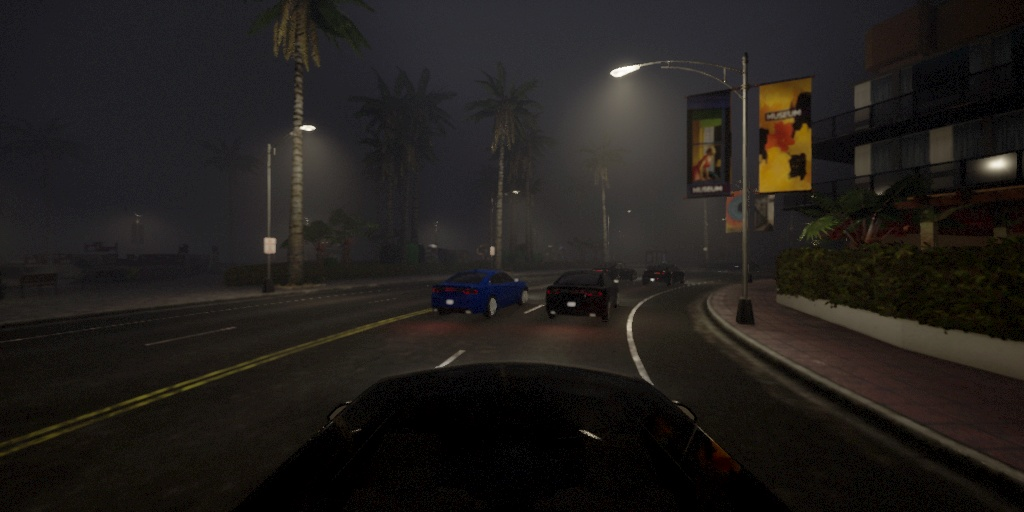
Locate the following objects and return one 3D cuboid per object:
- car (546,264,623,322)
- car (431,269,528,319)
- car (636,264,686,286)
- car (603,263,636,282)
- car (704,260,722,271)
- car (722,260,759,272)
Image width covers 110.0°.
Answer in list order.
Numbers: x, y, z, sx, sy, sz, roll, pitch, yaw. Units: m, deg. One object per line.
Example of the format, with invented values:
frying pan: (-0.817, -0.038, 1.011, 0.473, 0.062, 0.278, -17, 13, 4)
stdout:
car: (2.633, 1.236, 12.652, 1.882, 1.535, 5.008, 0, 0, 22)
car: (-0.951, 1.226, 13.098, 1.882, 1.535, 5.008, 0, 0, 22)
car: (10.862, 1.291, 25.479, 1.837, 1.490, 4.892, 0, 0, 41)
car: (7.843, 1.268, 27.314, 2.128, 1.511, 4.902, 0, 0, 41)
car: (30.425, 1.335, 52.585, 4.902, 1.511, 2.128, 0, 0, -23)
car: (31.818, 1.354, 49.377, 4.892, 1.490, 1.837, 1, 0, -23)
